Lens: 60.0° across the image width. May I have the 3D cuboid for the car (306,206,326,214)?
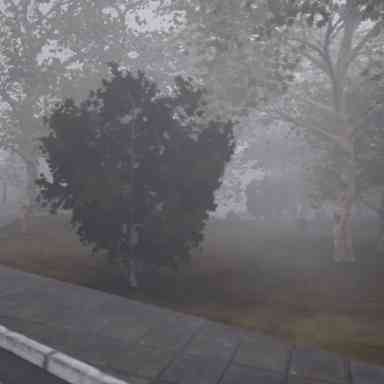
[{"bbox_3d":[28.816,4.216,79.521,5.566,2.045,2.435,3,-1,-39],"label":"car"}]

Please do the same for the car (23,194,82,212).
[{"bbox_3d":[-13.519,1.142,32.610,1.882,1.535,5.008,1,-3,37],"label":"car"}]

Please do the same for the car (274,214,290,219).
[{"bbox_3d":[13.241,3.579,52.057,4.718,1.301,1.895,4,-1,-39],"label":"car"}]

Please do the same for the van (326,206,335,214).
[{"bbox_3d":[33.050,4.463,82.957,4.442,1.987,1.878,3,-1,-39],"label":"van"}]

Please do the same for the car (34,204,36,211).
[{"bbox_3d":[-11.671,0.896,30.227,2.150,2.045,5.566,1,-3,38],"label":"car"}]

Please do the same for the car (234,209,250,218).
[{"bbox_3d":[8.947,3.358,52.635,4.718,1.301,1.895,4,-2,-39],"label":"car"}]
